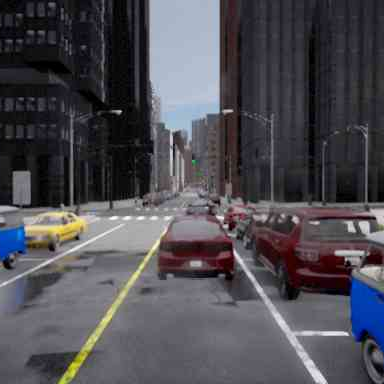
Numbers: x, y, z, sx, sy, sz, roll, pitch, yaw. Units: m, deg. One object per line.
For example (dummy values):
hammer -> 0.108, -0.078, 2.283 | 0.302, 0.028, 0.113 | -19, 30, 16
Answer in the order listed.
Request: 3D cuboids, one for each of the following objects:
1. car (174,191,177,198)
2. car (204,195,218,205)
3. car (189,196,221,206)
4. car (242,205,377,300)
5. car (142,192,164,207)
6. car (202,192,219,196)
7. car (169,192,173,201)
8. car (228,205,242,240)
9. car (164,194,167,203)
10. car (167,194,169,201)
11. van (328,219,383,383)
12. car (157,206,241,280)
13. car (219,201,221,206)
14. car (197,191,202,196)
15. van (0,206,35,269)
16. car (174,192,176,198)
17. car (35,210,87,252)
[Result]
car -> -5.519, 1.048, 85.617 | 1.752, 1.417, 4.829 | 0, 0, 0
car -> 2.909, 1.245, 51.894 | 1.947, 1.339, 4.313 | 0, 0, 0
car -> 0.907, 1.331, 26.153 | 2.128, 1.511, 4.902 | 0, 0, 12
car -> 2.784, 1.259, 8.158 | 2.192, 1.841, 5.009 | 0, 0, 0
car -> -5.633, 1.027, 46.283 | 2.192, 1.841, 5.009 | 0, 0, 0
car -> 2.892, 1.026, 46.249 | 2.192, 1.841, 5.009 | 0, 0, 0
car -> -5.567, 1.160, 68.857 | 1.947, 1.339, 4.313 | 0, 0, 0
car -> 2.800, 1.459, 13.685 | 2.008, 1.369, 4.403 | 0, 0, 0
car -> -5.617, 0.995, 51.926 | 2.192, 1.841, 5.009 | 0, 0, 0
car -> -5.599, 1.216, 57.570 | 1.947, 1.339, 4.313 | 0, 0, 0
van -> 2.770, 1.322, 2.632 | 1.690, 1.788, 3.998 | 0, 0, 0
car -> 0.106, 1.412, 9.818 | 1.882, 1.535, 5.008 | 0, 1, 0
car -> 2.815, 1.418, 19.210 | 1.887, 1.381, 4.507 | 0, 0, 0
car -> 3.007, 1.065, 85.756 | 1.887, 1.381, 4.507 | 0, 0, 0
van -> -5.745, 1.287, 8.195 | 1.690, 1.788, 3.998 | 0, 0, 0
car -> -5.535, 1.090, 80.143 | 1.887, 1.381, 4.507 | 0, 0, 0
car -> -5.728, 1.436, 13.550 | 1.752, 1.417, 4.829 | 0, 0, 0
